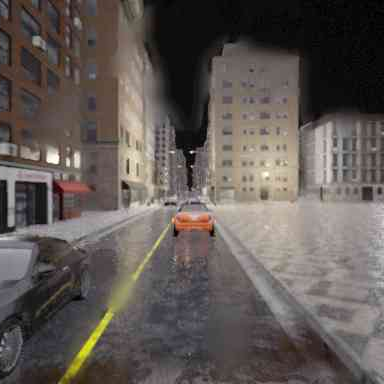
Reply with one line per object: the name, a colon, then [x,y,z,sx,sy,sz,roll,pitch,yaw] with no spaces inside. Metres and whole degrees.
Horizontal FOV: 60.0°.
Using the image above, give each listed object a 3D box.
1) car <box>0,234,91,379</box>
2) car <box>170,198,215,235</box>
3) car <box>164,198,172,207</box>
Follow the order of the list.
car: [-3.099,1.515,5.603,1.812,1.442,4.674,0,0,0]
car: [0.102,1.316,18.509,2.097,1.767,4.553,0,0,0]
car: [-2.995,1.511,48.018,1.895,1.301,4.718,0,0,0]
